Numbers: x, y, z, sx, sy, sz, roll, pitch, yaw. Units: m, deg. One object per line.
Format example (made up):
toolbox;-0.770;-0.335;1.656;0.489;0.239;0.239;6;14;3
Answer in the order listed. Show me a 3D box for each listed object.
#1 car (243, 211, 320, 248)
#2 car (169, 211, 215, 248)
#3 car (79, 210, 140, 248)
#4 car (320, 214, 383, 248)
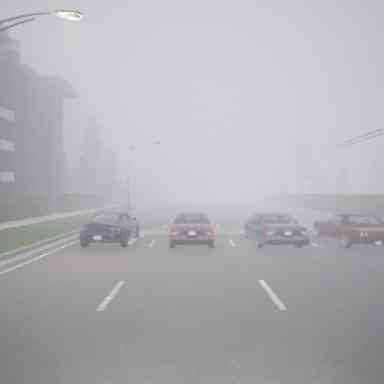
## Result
car;3.500;1.560;14.650;2.033;1.411;5.357;0;0;0
car;0.000;1.560;14.650;2.033;1.411;5.357;0;0;0
car;-3.500;1.530;14.650;1.812;1.442;4.674;0;0;0
car;7.000;1.614;14.680;1.895;1.301;4.718;0;0;0
